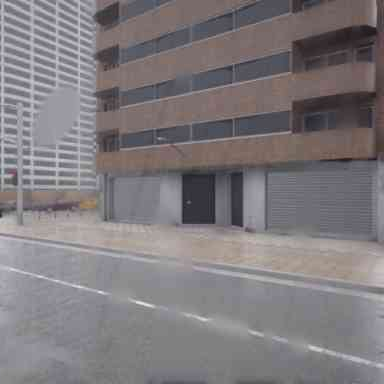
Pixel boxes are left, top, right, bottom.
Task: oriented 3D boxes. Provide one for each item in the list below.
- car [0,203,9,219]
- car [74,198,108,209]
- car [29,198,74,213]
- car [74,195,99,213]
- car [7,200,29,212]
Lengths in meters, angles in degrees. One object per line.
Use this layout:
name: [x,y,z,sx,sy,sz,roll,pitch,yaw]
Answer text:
car: [-16.062,1.601,23.577,1.895,1.301,4.718,0,0,35]
car: [-13.813,1.564,45.595,1.994,1.385,4.181,0,0,35]
car: [-15.137,1.477,37.555,1.882,1.535,5.008,0,0,35]
car: [-10.387,1.477,37.920,1.882,1.535,5.008,0,0,35]
car: [-19.507,1.547,37.395,2.033,1.411,5.357,0,0,35]
